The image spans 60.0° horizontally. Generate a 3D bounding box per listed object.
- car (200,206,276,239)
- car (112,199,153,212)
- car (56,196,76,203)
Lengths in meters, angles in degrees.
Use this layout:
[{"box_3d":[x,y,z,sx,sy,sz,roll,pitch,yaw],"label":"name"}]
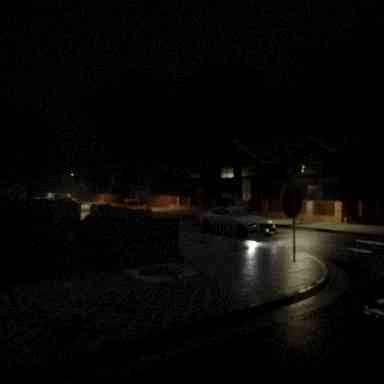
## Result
[{"box_3d":[2.188,1.456,17.136,1.812,1.442,4.674,0,0,-33],"label":"car"},{"box_3d":[-4.980,1.351,27.443,1.882,1.535,5.008,0,1,-35],"label":"car"},{"box_3d":[-17.027,1.300,44.710,1.812,1.442,4.674,0,0,-35],"label":"car"}]
